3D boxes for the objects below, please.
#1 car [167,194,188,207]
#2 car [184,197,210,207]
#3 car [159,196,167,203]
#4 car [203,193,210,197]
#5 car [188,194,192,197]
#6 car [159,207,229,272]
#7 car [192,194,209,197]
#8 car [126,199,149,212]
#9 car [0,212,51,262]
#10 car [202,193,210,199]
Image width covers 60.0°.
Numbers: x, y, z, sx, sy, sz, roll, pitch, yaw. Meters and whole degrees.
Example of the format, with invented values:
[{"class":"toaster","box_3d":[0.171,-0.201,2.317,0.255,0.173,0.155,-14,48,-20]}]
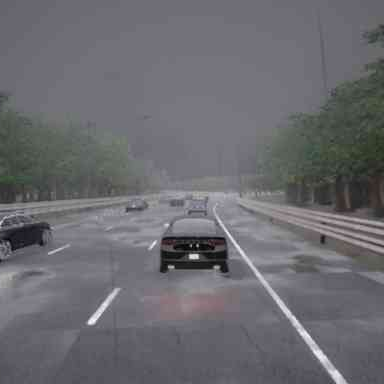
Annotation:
[{"class":"car","box_3d":[-2.089,1.369,50.026,1.882,1.535,5.008,0,0,3]},{"class":"car","box_3d":[0.578,1.494,32.714,2.033,1.411,5.357,0,0,2]},{"class":"car","box_3d":[-4.992,1.382,62.125,2.033,1.411,5.357,0,0,4]},{"class":"car","box_3d":[2.523,1.278,70.396,1.882,1.535,5.008,0,0,4]},{"class":"car","box_3d":[-0.588,1.263,76.727,1.837,1.490,4.892,0,0,4]},{"class":"car","box_3d":[0.078,1.464,10.809,1.882,1.535,5.008,0,0,1]},{"class":"car","box_3d":[1.336,1.428,50.315,1.812,1.442,4.674,0,0,3]},{"class":"car","box_3d":[-6.157,1.492,37.664,1.994,1.385,4.181,0,0,2]},{"class":"car","box_3d":[-6.826,1.471,12.027,2.128,1.511,4.902,0,0,1]},{"class":"car","box_3d":[3.756,1.060,90.149,2.097,1.767,4.553,0,0,4]}]
